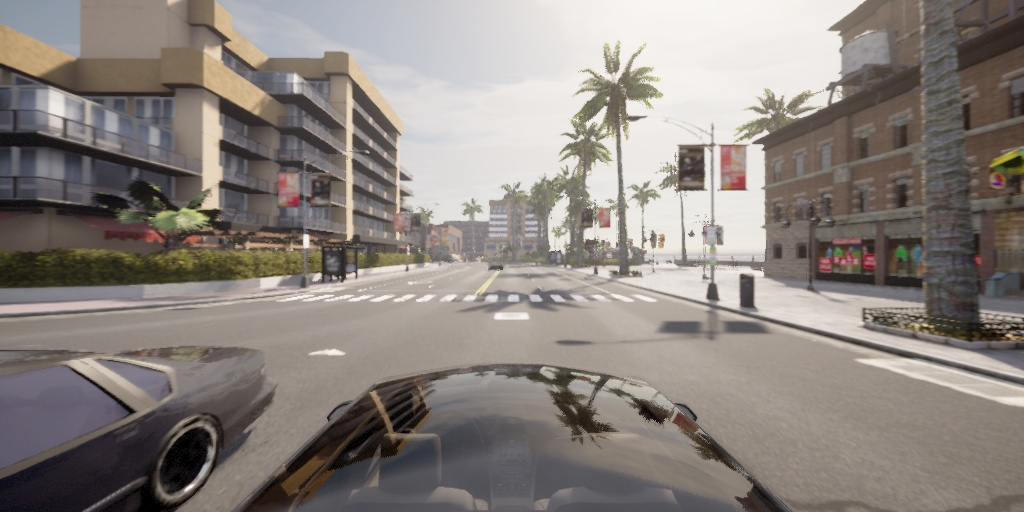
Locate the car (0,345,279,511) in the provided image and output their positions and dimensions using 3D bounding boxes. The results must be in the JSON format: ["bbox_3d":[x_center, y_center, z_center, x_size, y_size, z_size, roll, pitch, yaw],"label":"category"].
[{"bbox_3d":[-3.503,1.307,1.573,2.033,1.411,5.357,0,0,0],"label":"car"}]

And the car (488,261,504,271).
[{"bbox_3d":[-2.127,1.320,47.757,1.895,1.301,4.718,0,0,-6],"label":"car"}]
